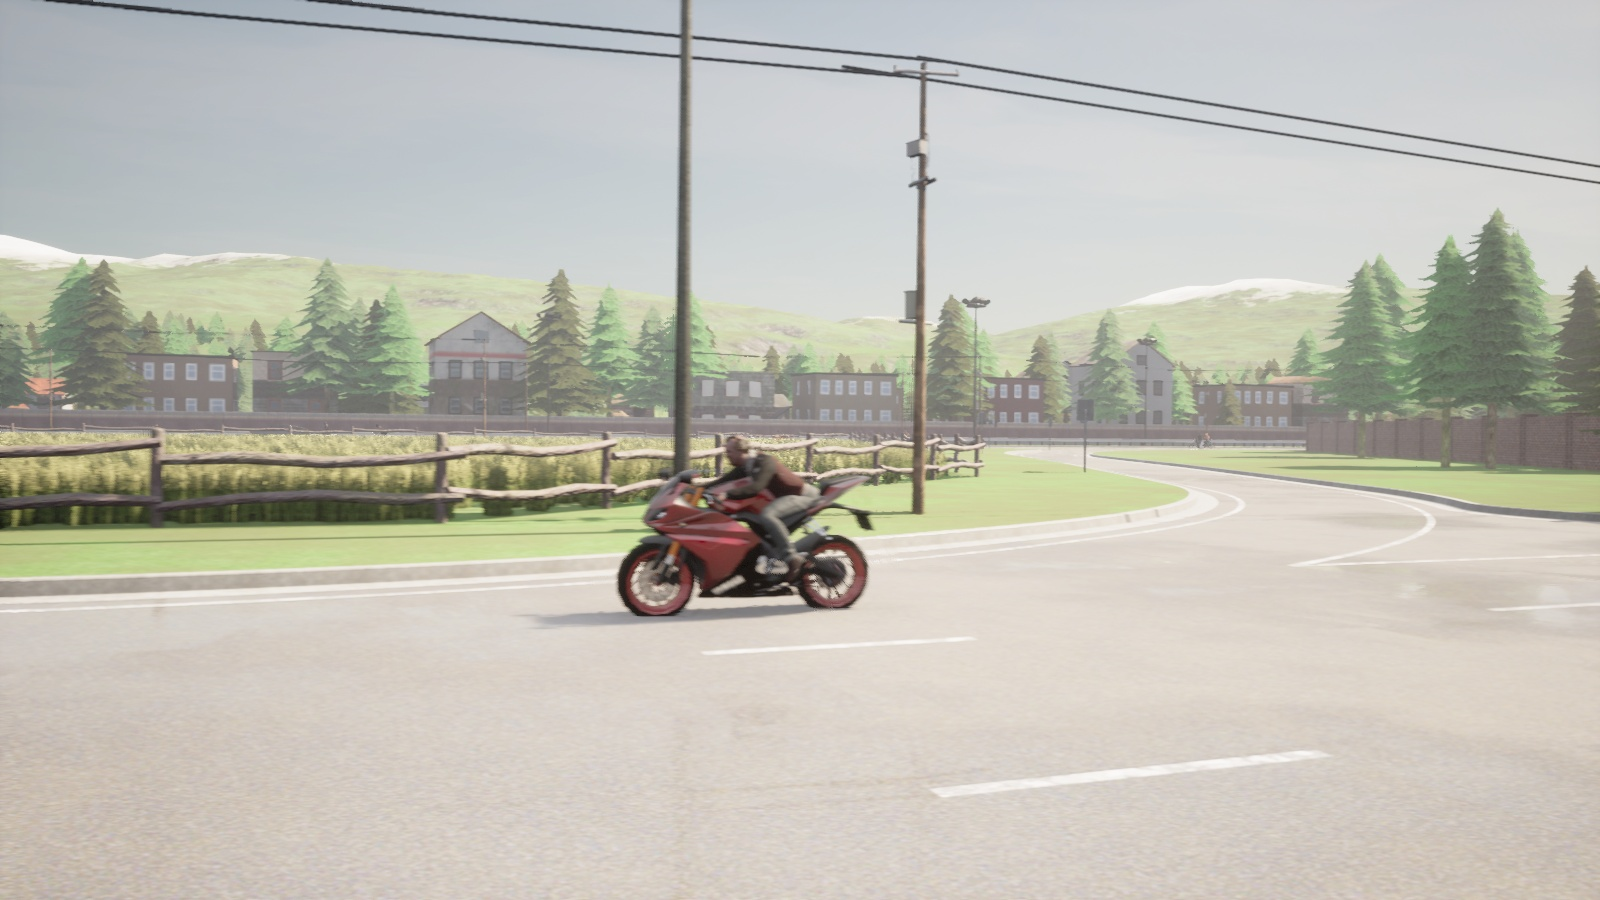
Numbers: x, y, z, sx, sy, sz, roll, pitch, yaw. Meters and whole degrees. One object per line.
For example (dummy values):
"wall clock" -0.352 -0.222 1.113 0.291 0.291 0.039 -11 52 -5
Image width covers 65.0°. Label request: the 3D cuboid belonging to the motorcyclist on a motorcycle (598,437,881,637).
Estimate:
"motorcyclist on a motorcycle" -0.507 0.667 10.535 2.191 1.530 0.866 -1 1 -21
